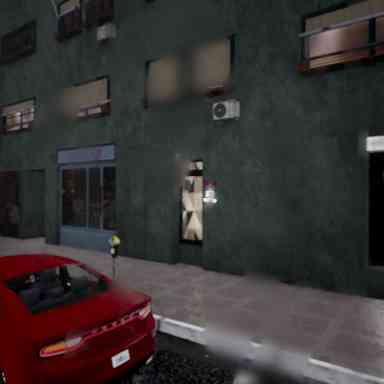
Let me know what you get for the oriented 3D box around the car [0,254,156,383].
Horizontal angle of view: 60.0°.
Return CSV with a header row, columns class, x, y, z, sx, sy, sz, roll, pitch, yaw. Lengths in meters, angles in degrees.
class,x,y,z,sx,sy,sz,roll,pitch,yaw
car,-2.538,1.564,4.676,4.507,1.381,1.887,0,0,35
